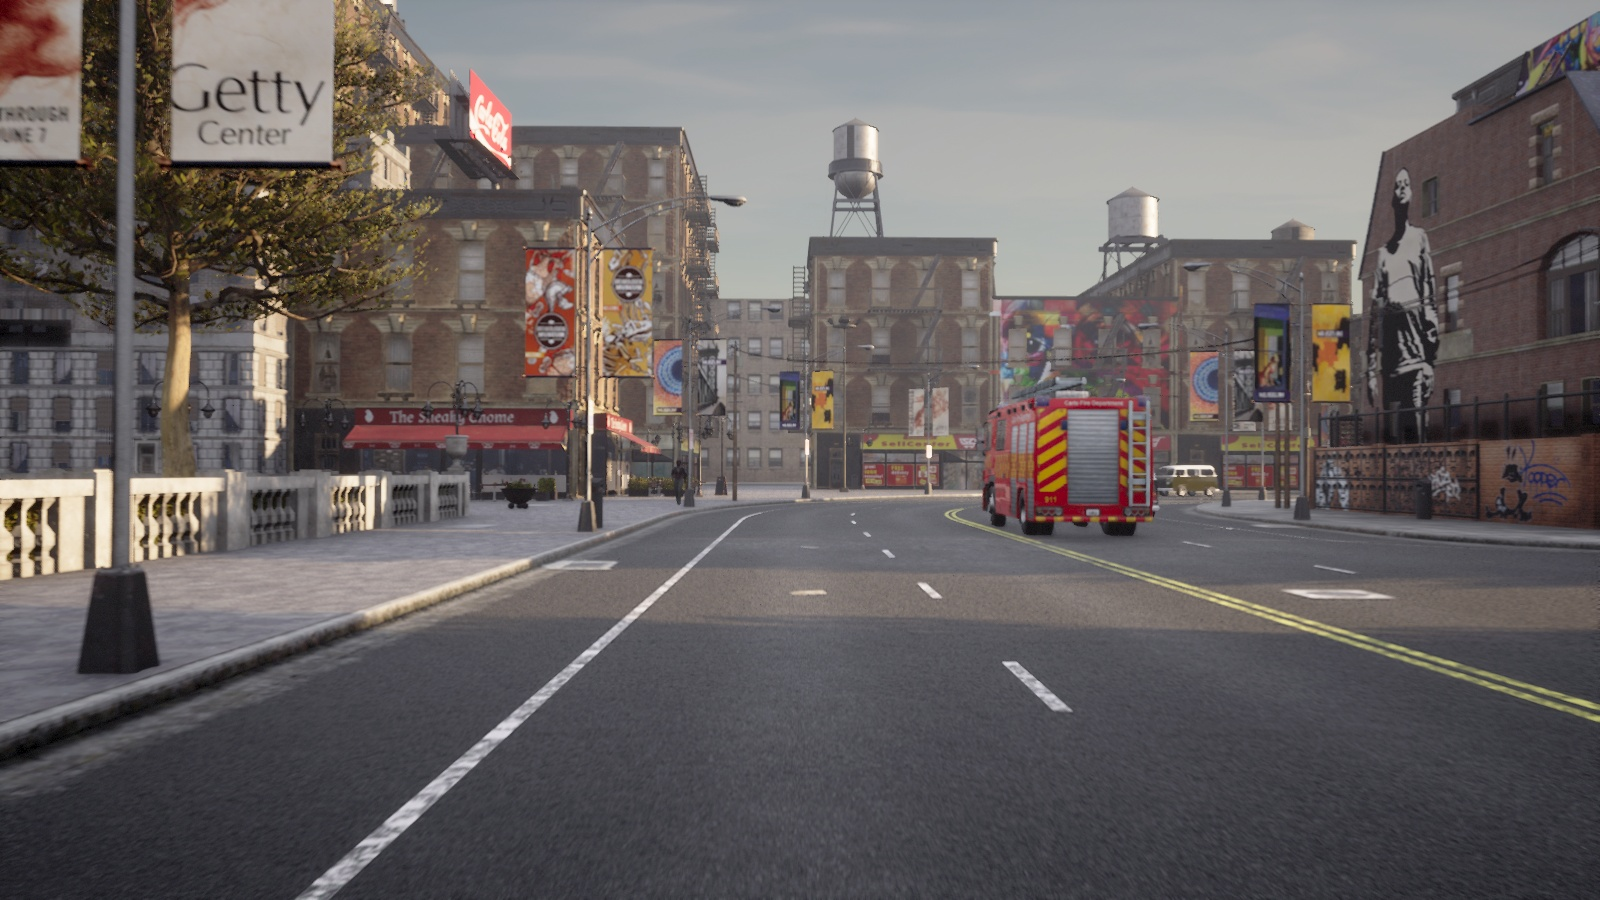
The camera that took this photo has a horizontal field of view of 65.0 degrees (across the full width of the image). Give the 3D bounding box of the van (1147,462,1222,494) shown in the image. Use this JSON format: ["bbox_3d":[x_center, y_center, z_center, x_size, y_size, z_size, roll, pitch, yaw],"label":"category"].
[{"bbox_3d":[24.689,1.789,80.646,4.480,2.038,2.069,0,-1,-29],"label":"van"}]

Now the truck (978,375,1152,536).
[{"bbox_3d":[6.914,0.194,34.151,2.891,3.827,8.468,0,-1,0],"label":"truck"}]

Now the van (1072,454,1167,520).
[{"bbox_3d":[10.467,1.191,41.502,2.069,2.038,4.480,0,-1,1],"label":"van"}]

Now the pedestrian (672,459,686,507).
[{"bbox_3d":[-4.917,1.344,50.979,0.402,1.930,0.666,0,-1,8],"label":"pedestrian"}]
